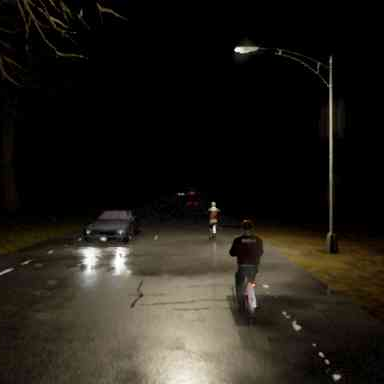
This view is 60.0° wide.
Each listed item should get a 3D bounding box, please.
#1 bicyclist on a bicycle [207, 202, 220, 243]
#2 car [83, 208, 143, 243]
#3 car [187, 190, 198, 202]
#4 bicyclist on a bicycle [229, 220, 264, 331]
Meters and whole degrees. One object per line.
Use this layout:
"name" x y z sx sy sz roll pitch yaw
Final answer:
"bicyclist on a bicycle" 0.965 1.348 14.983 0.659 1.776 1.843 0 0 0
"car" -3.598 1.521 16.175 2.033 1.411 5.357 0 0 0
"car" 0.084 0.952 61.199 2.128 1.511 4.902 0 1 0
"bicyclist on a bicycle" 0.964 1.373 6.017 0.659 1.776 1.843 0 0 0
